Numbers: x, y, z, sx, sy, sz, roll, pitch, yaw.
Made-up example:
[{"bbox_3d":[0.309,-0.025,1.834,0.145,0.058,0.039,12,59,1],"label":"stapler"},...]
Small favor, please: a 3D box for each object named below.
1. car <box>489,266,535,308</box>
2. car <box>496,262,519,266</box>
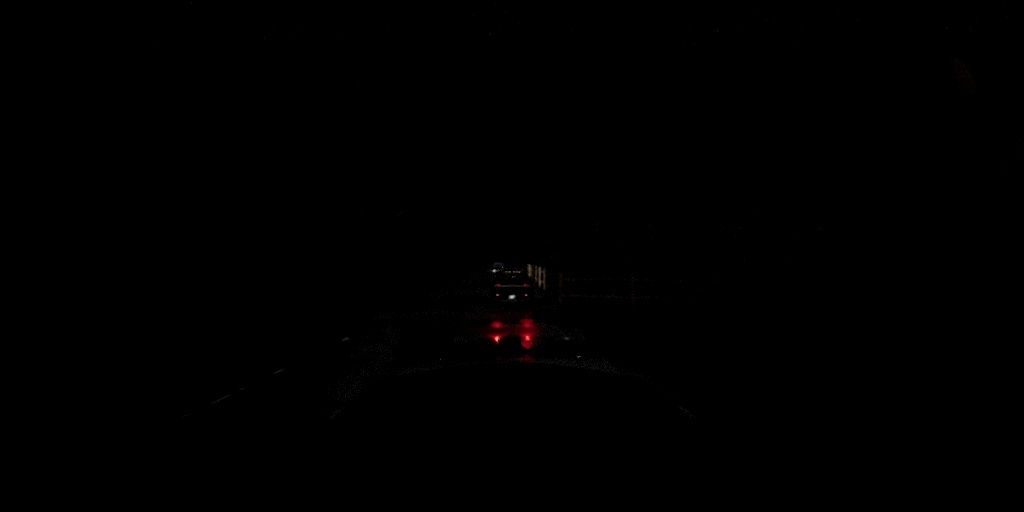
[{"bbox_3d":[0.001,1.381,16.158,2.128,1.511,4.902,0,0,0],"label":"car"},{"bbox_3d":[-0.003,1.535,31.162,2.128,1.511,4.902,0,-1,0],"label":"car"}]
